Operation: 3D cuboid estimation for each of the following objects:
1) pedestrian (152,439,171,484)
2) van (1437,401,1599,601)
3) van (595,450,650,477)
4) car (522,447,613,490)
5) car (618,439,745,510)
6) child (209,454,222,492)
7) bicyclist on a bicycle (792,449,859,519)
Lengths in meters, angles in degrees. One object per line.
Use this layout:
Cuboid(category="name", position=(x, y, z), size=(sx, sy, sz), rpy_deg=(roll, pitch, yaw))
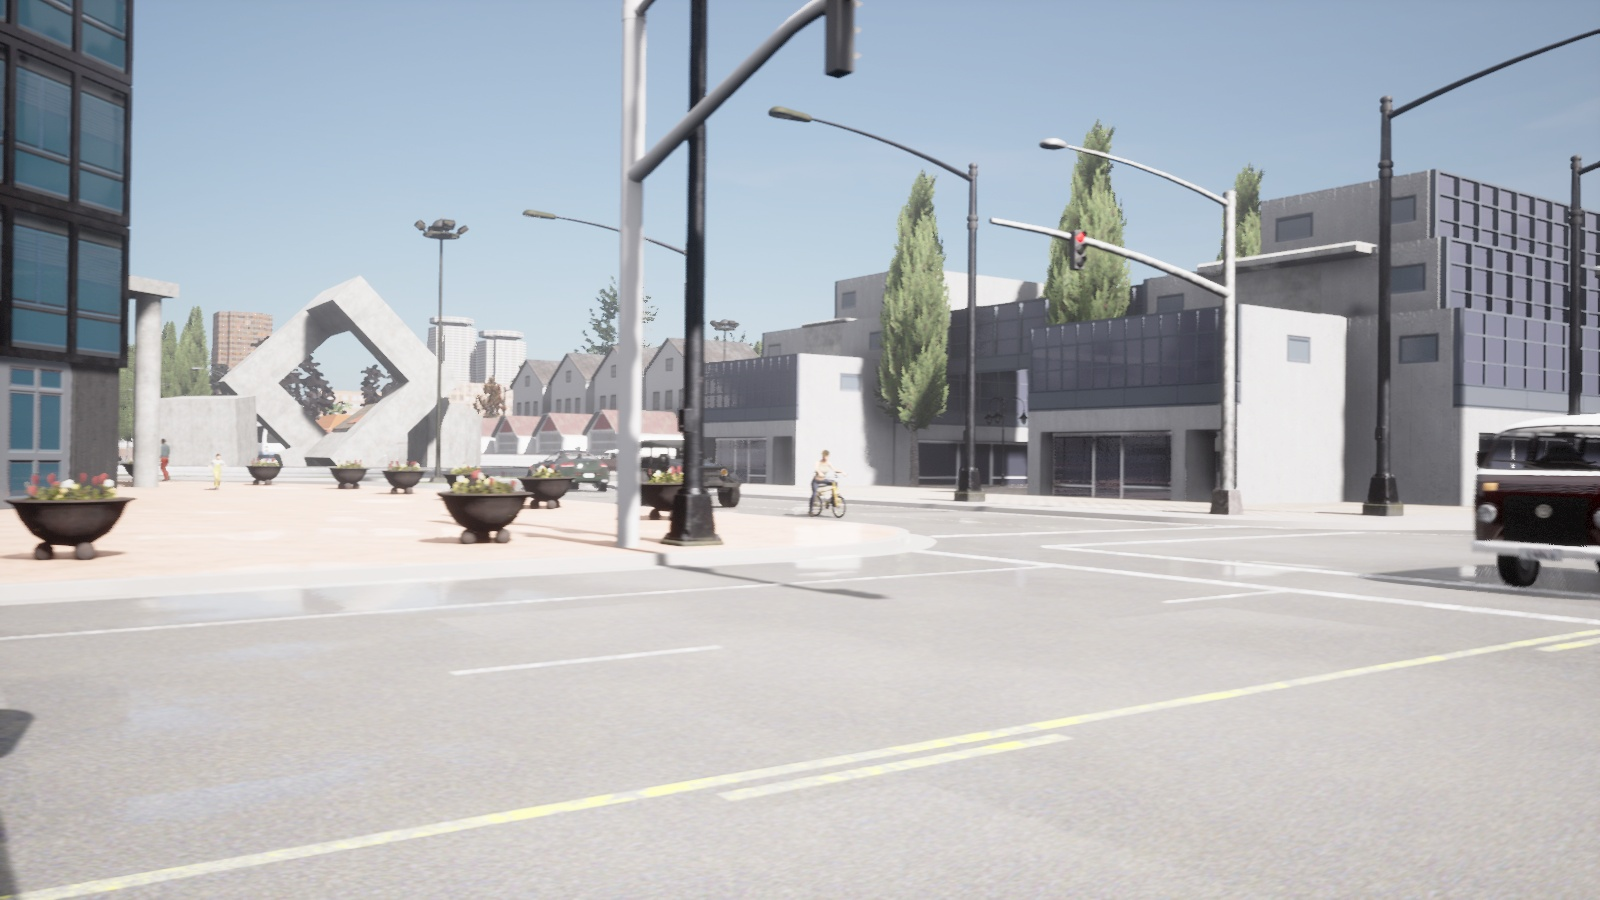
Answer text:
Cuboid(category="pedestrian", position=(-26.468, 0.483, 52.061), size=(0.614, 1.847, 0.353), rpy_deg=(0, -1, 15))
Cuboid(category="van", position=(9.641, 0.544, 14.632), size=(4.480, 2.038, 2.069), rpy_deg=(1, 0, -35))
Cuboid(category="van", position=(-13.681, 1.030, 96.664), size=(2.069, 2.038, 4.480), rpy_deg=(1, -1, -40))
Cuboid(category="car", position=(-9.588, 0.732, 51.405), size=(2.152, 1.651, 5.027), rpy_deg=(1, -1, -29))
Cuboid(category="car", position=(-3.404, 0.663, 35.524), size=(1.905, 1.878, 3.866), rpy_deg=(1, -1, -35))
Cuboid(category="child", position=(-19.297, 0.752, 41.430), size=(0.270, 1.263, 0.437), rpy_deg=(1, -1, -41))
Cuboid(category="bicyclist on a bicycle", position=(0.586, 0.785, 29.699), size=(0.866, 1.612, 1.509), rpy_deg=(1, -1, -34))
